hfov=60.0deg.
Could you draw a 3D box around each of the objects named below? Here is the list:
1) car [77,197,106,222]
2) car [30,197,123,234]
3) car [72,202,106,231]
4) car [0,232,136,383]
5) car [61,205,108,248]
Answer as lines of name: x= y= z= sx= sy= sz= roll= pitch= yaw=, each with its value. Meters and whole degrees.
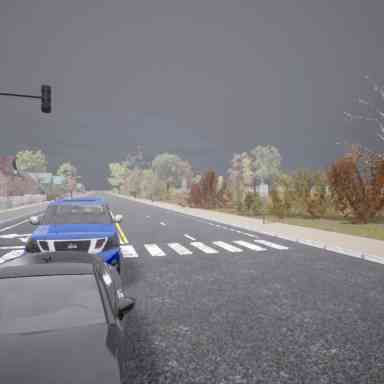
car: x=-8.239 y=1.338 z=27.462 sx=2.097 sy=1.767 sz=4.553 roll=0 pitch=0 yaw=-16
car: x=-3.363 y=1.218 z=9.936 sx=2.150 sy=2.045 sz=5.566 roll=0 pitch=0 yaw=-16
car: x=-6.650 y=1.468 z=21.737 sx=1.882 sy=1.535 sz=5.008 roll=0 pitch=0 yaw=-16
car: x=-1.693 y=1.524 z=3.855 sx=1.812 sy=1.442 sz=4.674 roll=0 pitch=0 yaw=-13
car: x=-5.052 y=1.499 z=15.999 sx=1.837 sy=1.490 sz=4.892 roll=0 pitch=0 yaw=-16
